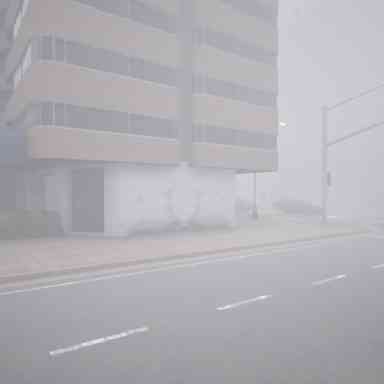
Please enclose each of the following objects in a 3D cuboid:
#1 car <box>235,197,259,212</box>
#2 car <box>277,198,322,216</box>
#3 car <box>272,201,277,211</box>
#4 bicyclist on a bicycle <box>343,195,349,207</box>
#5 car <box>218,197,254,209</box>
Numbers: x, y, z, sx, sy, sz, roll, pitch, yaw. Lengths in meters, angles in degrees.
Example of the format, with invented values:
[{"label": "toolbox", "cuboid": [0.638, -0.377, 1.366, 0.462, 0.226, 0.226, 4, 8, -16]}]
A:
[{"label": "car", "cuboid": [5.876, 1.564, 39.399, 1.994, 1.385, 4.181, 0, 0, -36]}, {"label": "car", "cuboid": [10.847, 1.564, 32.549, 1.994, 1.385, 4.181, 0, 0, -36]}, {"label": "car", "cuboid": [11.441, 1.478, 37.687, 1.882, 1.535, 5.008, 0, 0, -36]}, {"label": "bicyclist on a bicycle", "cuboid": [22.058, 1.301, 47.707, 1.656, 1.620, 0.582, 0, 0, -36]}, {"label": "car", "cuboid": [5.911, 1.491, 45.307, 2.128, 1.511, 4.902, 0, 0, -36]}]
